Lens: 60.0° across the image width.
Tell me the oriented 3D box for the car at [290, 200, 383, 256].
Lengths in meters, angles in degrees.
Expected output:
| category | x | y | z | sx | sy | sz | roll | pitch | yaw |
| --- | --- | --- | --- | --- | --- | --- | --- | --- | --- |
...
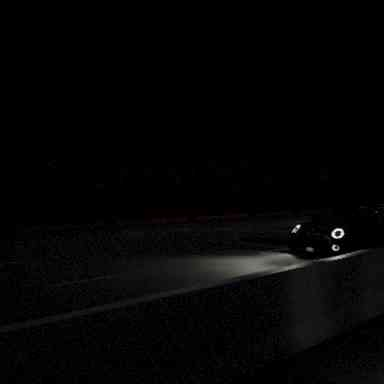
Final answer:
| category | x | y | z | sx | sy | sz | roll | pitch | yaw |
| --- | --- | --- | --- | --- | --- | --- | --- | --- | --- |
| car | 5.748 | 1.320 | 12.390 | 4.553 | 1.767 | 2.097 | 0 | 0 | -35 |
